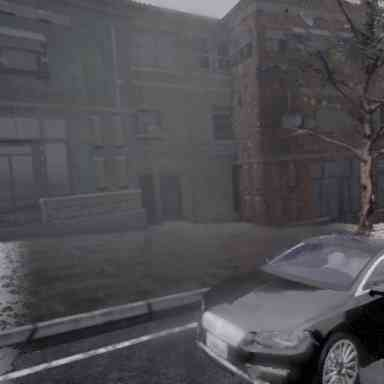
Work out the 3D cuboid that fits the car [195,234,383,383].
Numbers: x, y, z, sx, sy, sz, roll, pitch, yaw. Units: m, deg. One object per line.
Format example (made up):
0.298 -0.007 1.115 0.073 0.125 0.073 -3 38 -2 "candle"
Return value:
2.356 1.461 5.064 4.902 1.511 2.128 0 0 -32 "car"
